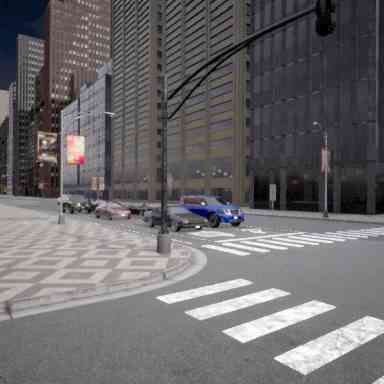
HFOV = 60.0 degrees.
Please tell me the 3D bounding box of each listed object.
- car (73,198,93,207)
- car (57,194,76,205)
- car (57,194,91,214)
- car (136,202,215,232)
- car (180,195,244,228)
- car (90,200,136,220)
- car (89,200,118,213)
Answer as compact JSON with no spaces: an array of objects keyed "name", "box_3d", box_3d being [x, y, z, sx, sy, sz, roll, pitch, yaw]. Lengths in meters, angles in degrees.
[{"name":"car","box_3d":[-18.673,1.733,56.739,1.837,1.490,4.892,1,-1,-36]},{"name":"car","box_3d":[-24.719,1.489,65.204,2.150,2.045,5.566,1,-1,-36]},{"name":"car","box_3d":[-13.117,1.323,37.452,2.150,2.045,5.566,1,-1,-36]},{"name":"car","box_3d":[-1.209,1.568,20.752,2.033,1.411,5.357,1,-1,-35]},{"name":"car","box_3d":[1.120,1.268,23.073,2.150,2.045,5.566,1,-1,-36]},{"name":"car","box_3d":[-6.900,1.584,28.723,1.812,1.442,4.674,1,-1,-35]},{"name":"car","box_3d":[-10.604,1.652,39.520,1.812,1.442,4.674,1,-1,-35]}]
